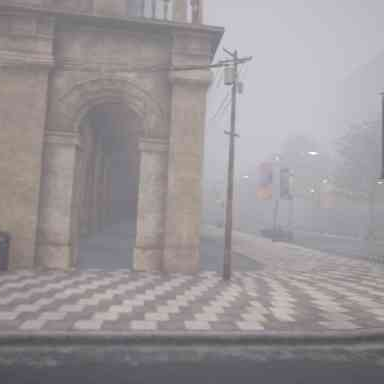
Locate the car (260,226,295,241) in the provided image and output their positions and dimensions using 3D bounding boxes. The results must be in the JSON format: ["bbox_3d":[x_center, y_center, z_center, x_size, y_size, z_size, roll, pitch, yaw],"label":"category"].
[{"bbox_3d":[8.358,4.021,32.841,1.895,1.301,4.718,3,-4,-7],"label":"car"}]
